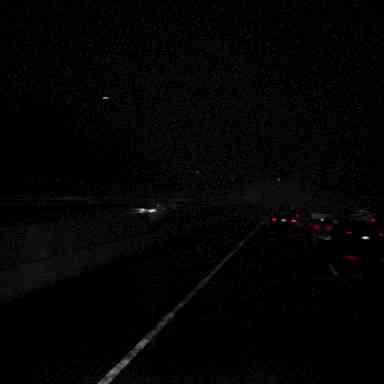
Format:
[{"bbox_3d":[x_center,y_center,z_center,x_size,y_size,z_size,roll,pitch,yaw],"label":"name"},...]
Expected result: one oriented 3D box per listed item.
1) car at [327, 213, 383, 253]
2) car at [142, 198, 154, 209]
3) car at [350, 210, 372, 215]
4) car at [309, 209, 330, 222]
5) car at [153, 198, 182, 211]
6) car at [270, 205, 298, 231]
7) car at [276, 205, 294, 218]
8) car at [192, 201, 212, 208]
[{"bbox_3d":[8.144,2.013,16.491,1.994,1.385,4.181,2,0,16],"label":"car"},{"bbox_3d":[-5.350,1.625,46.427,1.812,1.442,4.674,2,-1,16],"label":"car"},{"bbox_3d":[16.066,2.437,31.564,1.812,1.442,4.674,2,-1,16],"label":"car"},{"bbox_3d":[13.113,2.403,33.979,1.895,1.301,4.718,2,-1,16],"label":"car"},{"bbox_3d":[-2.847,1.773,42.487,1.895,1.301,4.718,2,-1,16],"label":"car"},{"bbox_3d":[6.865,1.999,24.817,2.033,1.411,5.357,2,0,16],"label":"car"},{"bbox_3d":[11.648,2.374,41.674,1.994,1.385,4.181,2,-1,16],"label":"car"},{"bbox_3d":[1.408,1.947,44.647,1.994,1.385,4.181,2,-1,16],"label":"car"}]
